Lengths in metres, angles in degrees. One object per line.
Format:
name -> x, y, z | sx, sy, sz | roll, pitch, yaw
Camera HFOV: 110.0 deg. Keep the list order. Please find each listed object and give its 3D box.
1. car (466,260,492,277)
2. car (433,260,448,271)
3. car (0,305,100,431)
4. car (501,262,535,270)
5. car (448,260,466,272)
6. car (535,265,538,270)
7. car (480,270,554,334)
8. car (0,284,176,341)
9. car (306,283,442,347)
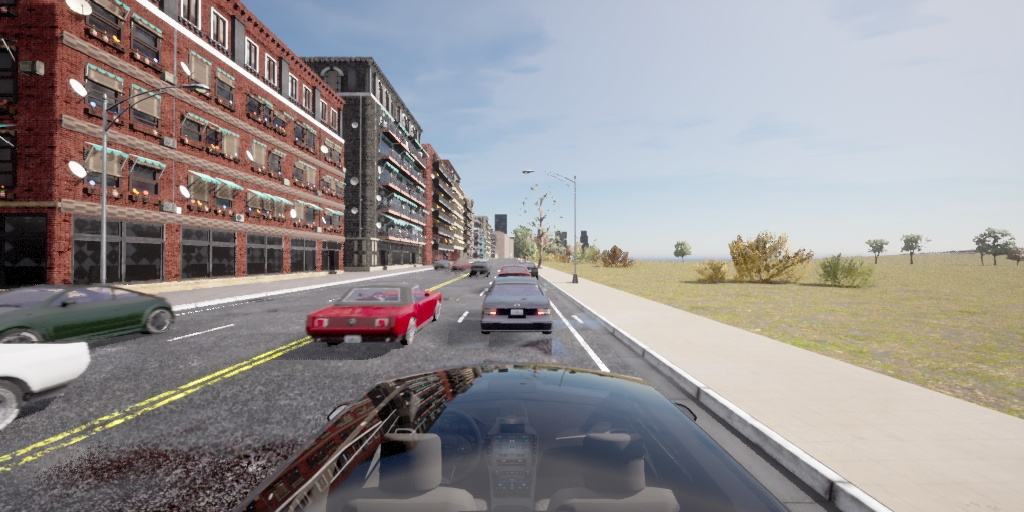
car -> -3.076, 1.260, 35.409 | 1.837, 1.490, 4.892 | 0, 0, 0
car -> -9.741, 1.300, 50.869 | 2.033, 1.411, 5.357 | 0, 0, 0
car -> -6.600, 1.351, 2.523 | 1.895, 1.301, 4.718 | 0, 0, 0
car -> 0.144, 1.231, 21.079 | 1.882, 1.535, 5.008 | 0, 0, 0
car -> -6.503, 1.231, 45.813 | 1.882, 1.535, 5.008 | 0, 0, 0
car -> 1.200, 1.232, 30.517 | 1.882, 1.535, 5.008 | 0, 0, 0
car -> 0.118, 1.299, 10.540 | 2.033, 1.411, 5.357 | 0, 0, 0
car -> -9.840, 1.315, 7.668 | 1.994, 1.385, 4.181 | 0, 0, 0
car -> -3.138, 1.352, 9.318 | 1.895, 1.301, 4.718 | 0, 0, 0
